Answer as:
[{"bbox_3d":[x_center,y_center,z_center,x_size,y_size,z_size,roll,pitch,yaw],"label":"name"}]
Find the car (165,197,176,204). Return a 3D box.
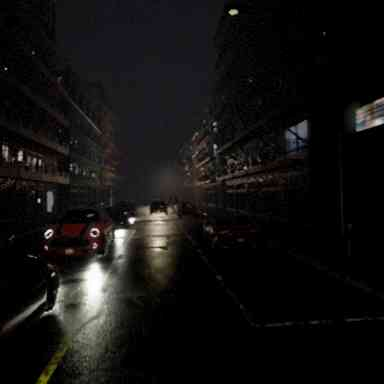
[{"bbox_3d":[-4.570,1.822,70.310,2.008,1.369,4.403,-1,0,-6],"label":"car"}]

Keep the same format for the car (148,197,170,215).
[{"bbox_3d":[-3.604,1.662,35.860,1.837,1.490,4.892,-1,0,-6],"label":"car"}]

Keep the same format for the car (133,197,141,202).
[{"bbox_3d":[-15.278,2.093,92.035,1.947,1.339,4.313,-1,0,-6],"label":"car"}]

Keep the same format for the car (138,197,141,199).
[{"bbox_3d":[-14.090,2.037,80.733,1.947,1.339,4.313,-1,0,-6],"label":"car"}]

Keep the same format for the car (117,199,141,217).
[{"bbox_3d":[-6.523,1.750,33.950,2.033,1.411,5.357,-1,0,-6],"label":"car"}]

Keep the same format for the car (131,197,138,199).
[{"bbox_3d":[-12.902,1.998,69.430,1.802,1.307,4.206,-1,0,-6],"label":"car"}]

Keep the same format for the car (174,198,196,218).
[{"bbox_3d":[-0.430,1.612,30.919,1.752,1.417,4.829,-1,0,-6],"label":"car"}]

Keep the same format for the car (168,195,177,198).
[{"bbox_3d":[-3.385,1.532,59.008,2.192,1.841,5.009,-1,0,-6],"label":"car"}]

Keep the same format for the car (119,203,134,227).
[{"bbox_3d":[-5.461,1.720,23.443,1.994,1.385,4.181,-1,0,-6],"label":"car"}]

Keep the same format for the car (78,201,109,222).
[{"bbox_3d":[-8.745,1.671,29.871,1.967,1.590,4.097,-1,0,-6],"label":"car"}]

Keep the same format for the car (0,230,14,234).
[{"bbox_3d":[-6.741,1.687,9.576,1.887,1.381,4.507,-1,0,-6],"label":"car"}]

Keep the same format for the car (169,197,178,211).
[{"bbox_3d":[-1.618,1.664,42.221,1.752,1.417,4.829,-1,0,-6],"label":"car"}]

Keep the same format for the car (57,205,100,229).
[{"bbox_3d":[-8.150,1.756,24.219,2.008,1.369,4.403,-1,0,-6],"label":"car"}]

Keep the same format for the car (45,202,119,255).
[{"bbox_3d":[-4.437,1.464,13.615,2.097,1.767,4.553,-1,0,-6],"label":"car"}]

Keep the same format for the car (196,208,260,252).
[{"bbox_3d":[1.473,1.552,13.810,1.887,1.381,4.507,-1,0,-6],"label":"car"}]

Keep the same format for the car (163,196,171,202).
[{"bbox_3d":[-6.946,1.822,92.915,1.967,1.590,4.097,-1,0,-6],"label":"car"}]

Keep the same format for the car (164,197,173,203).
[{"bbox_3d":[-5.758,1.871,81.612,1.887,1.381,4.507,-1,0,-6],"label":"car"}]

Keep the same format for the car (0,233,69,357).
[{"bbox_3d":[-3.531,1.638,5.032,1.994,1.385,4.181,-1,0,-6],"label":"car"}]
